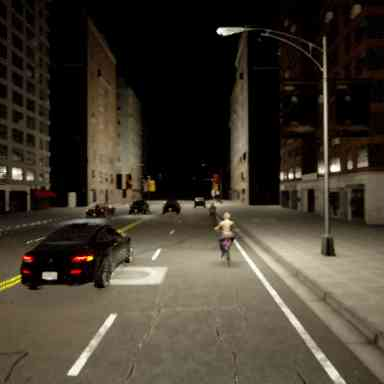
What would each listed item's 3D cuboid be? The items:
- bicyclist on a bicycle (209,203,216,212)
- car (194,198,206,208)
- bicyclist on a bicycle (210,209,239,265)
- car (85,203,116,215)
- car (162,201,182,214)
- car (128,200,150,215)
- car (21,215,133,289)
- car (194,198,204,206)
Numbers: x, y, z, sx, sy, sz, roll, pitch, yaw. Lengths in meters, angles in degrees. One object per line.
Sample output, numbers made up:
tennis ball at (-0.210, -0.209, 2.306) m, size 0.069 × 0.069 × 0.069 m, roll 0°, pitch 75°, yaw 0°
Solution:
bicyclist on a bicycle at (1.400, 1.548, 22.349) m, size 0.582 × 1.620 × 1.656 m, roll 0°, pitch -1°, yaw 1°
car at (1.263, 1.739, 53.423) m, size 2.128 × 1.511 × 4.902 m, roll 0°, pitch 0°, yaw 1°
bicyclist on a bicycle at (1.144, 1.480, 10.942) m, size 0.866 × 1.612 × 1.509 m, roll 0°, pitch 0°, yaw 2°
car at (-9.103, 1.835, 33.443) m, size 1.895 × 1.301 × 4.718 m, roll 0°, pitch 0°, yaw 1°
car at (-2.302, 1.728, 38.384) m, size 1.812 × 1.442 × 4.674 m, roll 0°, pitch 0°, yaw 1°
car at (-5.773, 1.729, 36.878) m, size 1.837 × 1.490 × 4.892 m, roll 0°, pitch 0°, yaw 1°
car at (-2.921, 1.594, 9.257) m, size 1.812 × 1.442 × 4.674 m, roll 0°, pitch 0°, yaw 1°
car at (1.391, 1.827, 63.905) m, size 1.812 × 1.442 × 4.674 m, roll 0°, pitch 0°, yaw 1°
